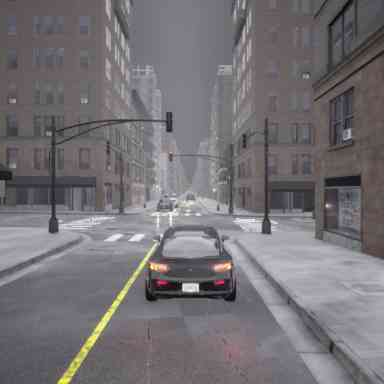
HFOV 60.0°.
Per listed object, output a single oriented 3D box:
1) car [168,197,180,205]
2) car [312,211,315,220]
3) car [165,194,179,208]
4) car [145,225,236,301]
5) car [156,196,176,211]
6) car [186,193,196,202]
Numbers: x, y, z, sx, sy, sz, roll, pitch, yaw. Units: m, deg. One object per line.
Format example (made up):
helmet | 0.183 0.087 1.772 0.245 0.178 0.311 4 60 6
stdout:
car | -3.293 1.641 61.433 2.033 1.411 5.357 0 0 0
car | 12.257 1.722 26.824 5.008 1.535 1.882 1 0 -1
car | -3.285 1.294 50.854 2.150 2.045 5.566 0 0 0
car | -0.024 1.527 8.196 1.812 1.442 4.674 0 0 0
car | -3.264 1.557 40.800 1.837 1.490 4.892 0 0 -2
car | -0.306 1.360 81.732 2.150 2.045 5.566 0 0 0
